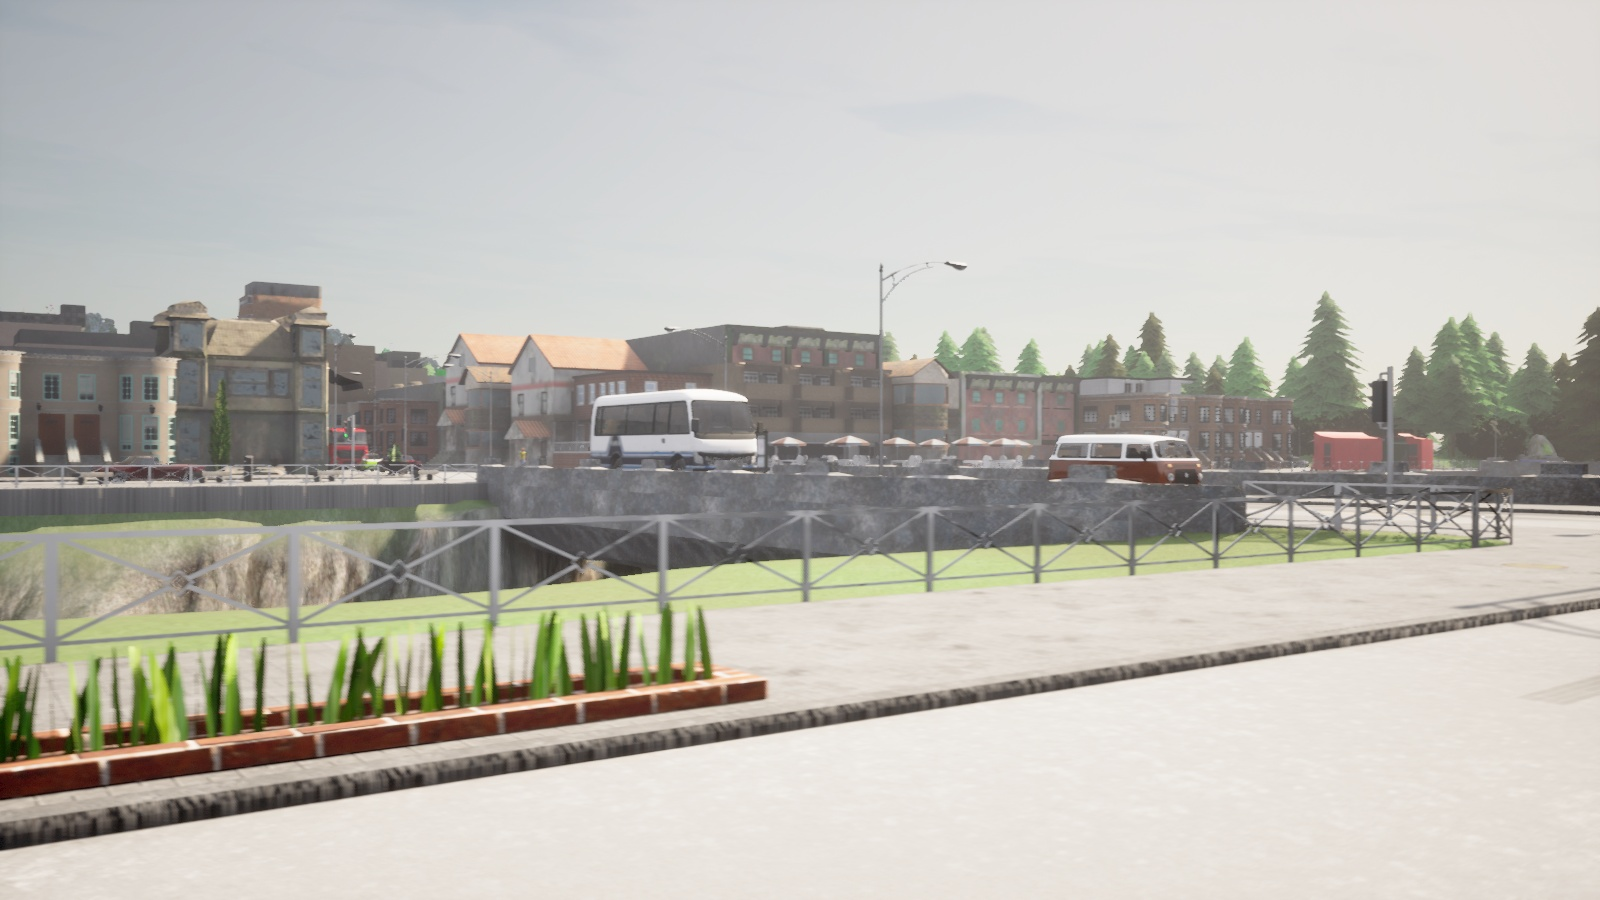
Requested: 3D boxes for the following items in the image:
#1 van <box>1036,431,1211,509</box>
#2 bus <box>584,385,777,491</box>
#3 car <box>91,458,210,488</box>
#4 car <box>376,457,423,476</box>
[{"bbox_3d":[8.949,0.535,35.091,2.069,2.038,4.480,0,0,-35],"label":"van"},{"bbox_3d":[-5.549,-0.483,55.796,3.944,4.253,10.273,0,0,-35],"label":"bus"},{"bbox_3d":[-30.202,1.052,58.447,4.718,1.301,1.895,0,0,-35],"label":"car"},{"bbox_3d":[-28.240,1.122,88.477,1.895,1.301,4.718,0,0,-34],"label":"car"}]
